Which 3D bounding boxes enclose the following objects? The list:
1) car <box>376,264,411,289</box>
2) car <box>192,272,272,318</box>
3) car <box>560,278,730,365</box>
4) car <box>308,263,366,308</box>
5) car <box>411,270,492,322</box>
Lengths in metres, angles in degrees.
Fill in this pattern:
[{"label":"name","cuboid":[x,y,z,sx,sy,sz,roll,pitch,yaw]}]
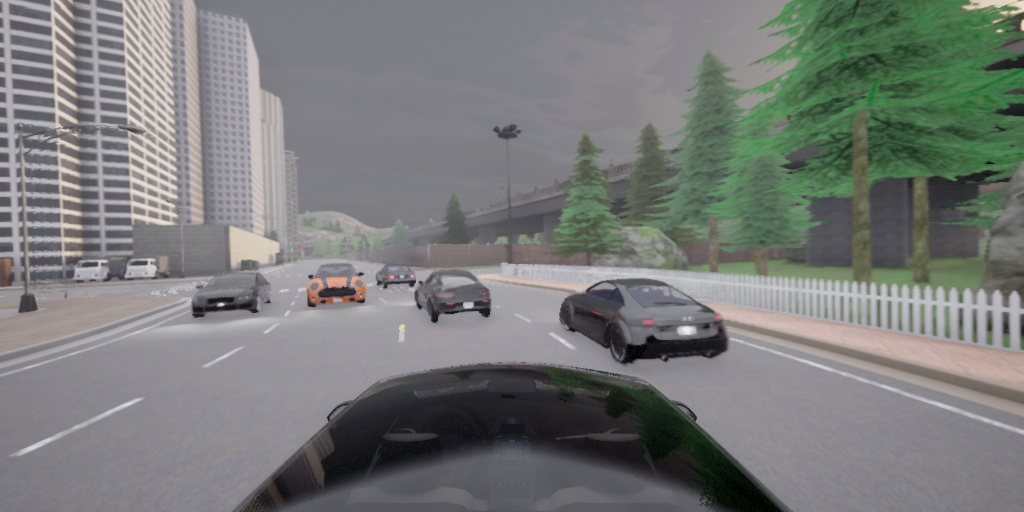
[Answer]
[{"label":"car","cuboid":[-7.418,1.228,22.745,2.033,1.411,5.357,-2,1,-27]},{"label":"car","cuboid":[-10.748,1.386,14.062,1.837,1.490,4.892,-2,0,-27]},{"label":"car","cuboid":[2.499,1.169,7.817,1.994,1.385,4.181,-2,1,-10]},{"label":"car","cuboid":[-7.727,1.126,15.821,2.097,1.767,4.553,-2,1,-27]},{"label":"car","cuboid":[-2.081,1.198,12.090,1.812,1.442,4.674,-2,1,-23]}]
